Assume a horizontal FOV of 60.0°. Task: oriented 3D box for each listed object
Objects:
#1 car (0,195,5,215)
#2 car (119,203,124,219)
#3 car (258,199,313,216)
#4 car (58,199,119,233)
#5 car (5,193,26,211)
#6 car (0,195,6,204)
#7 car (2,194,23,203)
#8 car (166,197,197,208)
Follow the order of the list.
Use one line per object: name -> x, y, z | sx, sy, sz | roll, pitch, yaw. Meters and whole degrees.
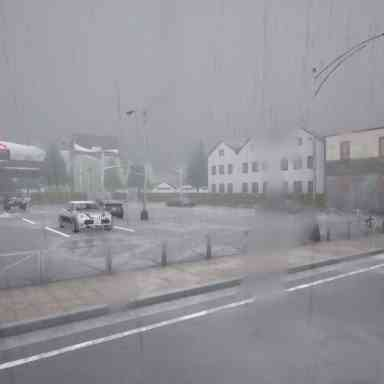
car -> -18.283, 1.113, 29.585 | 1.932, 1.855, 4.605 | 0, 0, -36
car -> -6.810, 1.313, 25.488 | 2.007, 1.523, 4.514 | 0, 0, -36
car -> 8.522, 1.371, 30.372 | 2.033, 1.411, 5.357 | 0, 0, -35
car -> -5.683, 1.248, 17.625 | 1.970, 1.475, 3.806 | 0, 0, -36
car -> -20.193, 1.092, 37.895 | 1.905, 1.878, 3.866 | 0, 0, -36
car -> -39.548, 1.495, 65.854 | 4.611, 1.667, 2.242 | 0, 0, -36
car -> -39.319, 1.328, 72.983 | 3.866, 1.878, 1.905 | 0, 0, -36
car -> -1.506, 1.371, 44.501 | 2.033, 1.411, 5.357 | 0, 0, -35
